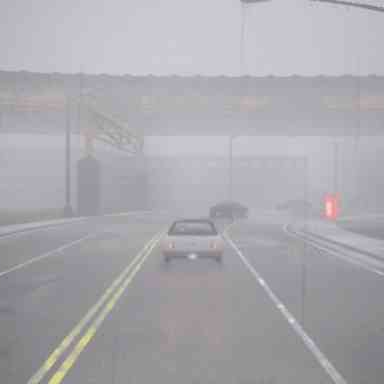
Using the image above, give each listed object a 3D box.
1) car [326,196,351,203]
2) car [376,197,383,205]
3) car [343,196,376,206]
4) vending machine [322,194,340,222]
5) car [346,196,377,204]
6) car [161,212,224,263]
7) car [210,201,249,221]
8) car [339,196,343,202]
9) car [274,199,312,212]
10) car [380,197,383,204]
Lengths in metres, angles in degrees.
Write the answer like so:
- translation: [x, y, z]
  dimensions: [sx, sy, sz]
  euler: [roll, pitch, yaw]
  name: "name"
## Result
- translation: [33.869, 1.612, 77.214]
  dimensions: [2.038, 1.542, 4.974]
  euler: [0, 0, -34]
  name: "car"
- translation: [32.421, 1.567, 55.448]
  dimensions: [2.038, 1.542, 4.974]
  euler: [0, 0, 31]
  name: "car"
- translation: [29.384, 1.572, 57.617]
  dimensions: [2.038, 1.542, 4.974]
  euler: [0, 0, -29]
  name: "car"
- translation: [11.028, 1.250, 26.375]
  dimensions: [1.100, 2.100, 0.880]
  euler: [0, 0, 42]
  name: "vending machine"
- translation: [29.359, 1.414, 57.663]
  dimensions: [1.853, 1.218, 4.536]
  euler: [0, 0, -29]
  name: "car"
- translation: [0.045, 1.626, 12.066]
  dimensions: [1.895, 1.301, 4.718]
  euler: [0, 0, 1]
  name: "car"
- translation: [3.226, 1.535, 27.828]
  dimensions: [1.882, 1.535, 5.008]
  euler: [0, 0, 29]
  name: "car"
- translation: [33.898, 1.454, 77.171]
  dimensions: [1.853, 1.218, 4.536]
  euler: [0, 0, -34]
  name: "car"
- translation: [12.210, 1.589, 40.154]
  dimensions: [4.892, 1.490, 1.837]
  euler: [0, -1, -25]
  name: "car"
- translation: [32.447, 1.410, 55.493]
  dimensions: [1.853, 1.218, 4.536]
  euler: [0, 0, 31]
  name: "car"
